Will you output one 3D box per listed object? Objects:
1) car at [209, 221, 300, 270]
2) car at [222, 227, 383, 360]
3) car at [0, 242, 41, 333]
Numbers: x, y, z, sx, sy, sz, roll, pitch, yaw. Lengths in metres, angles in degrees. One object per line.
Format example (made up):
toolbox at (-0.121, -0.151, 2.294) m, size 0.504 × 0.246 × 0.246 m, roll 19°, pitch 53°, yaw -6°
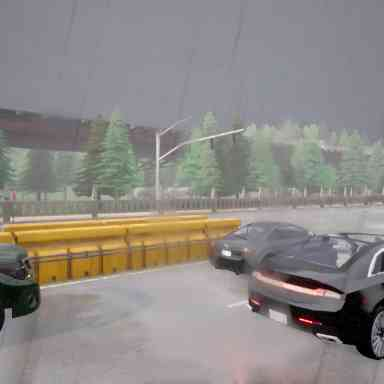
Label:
car at (2.535, 1.564, 9.833) m, size 4.181 × 1.385 × 1.994 m, roll 0°, pitch 0°, yaw -36°
car at (3.143, 1.492, 5.972) m, size 4.902 × 1.511 × 2.128 m, roll 0°, pitch 0°, yaw -36°
car at (-5.093, 1.221, 4.420) m, size 5.566 × 2.045 × 2.150 m, roll 0°, pitch 0°, yaw -35°
